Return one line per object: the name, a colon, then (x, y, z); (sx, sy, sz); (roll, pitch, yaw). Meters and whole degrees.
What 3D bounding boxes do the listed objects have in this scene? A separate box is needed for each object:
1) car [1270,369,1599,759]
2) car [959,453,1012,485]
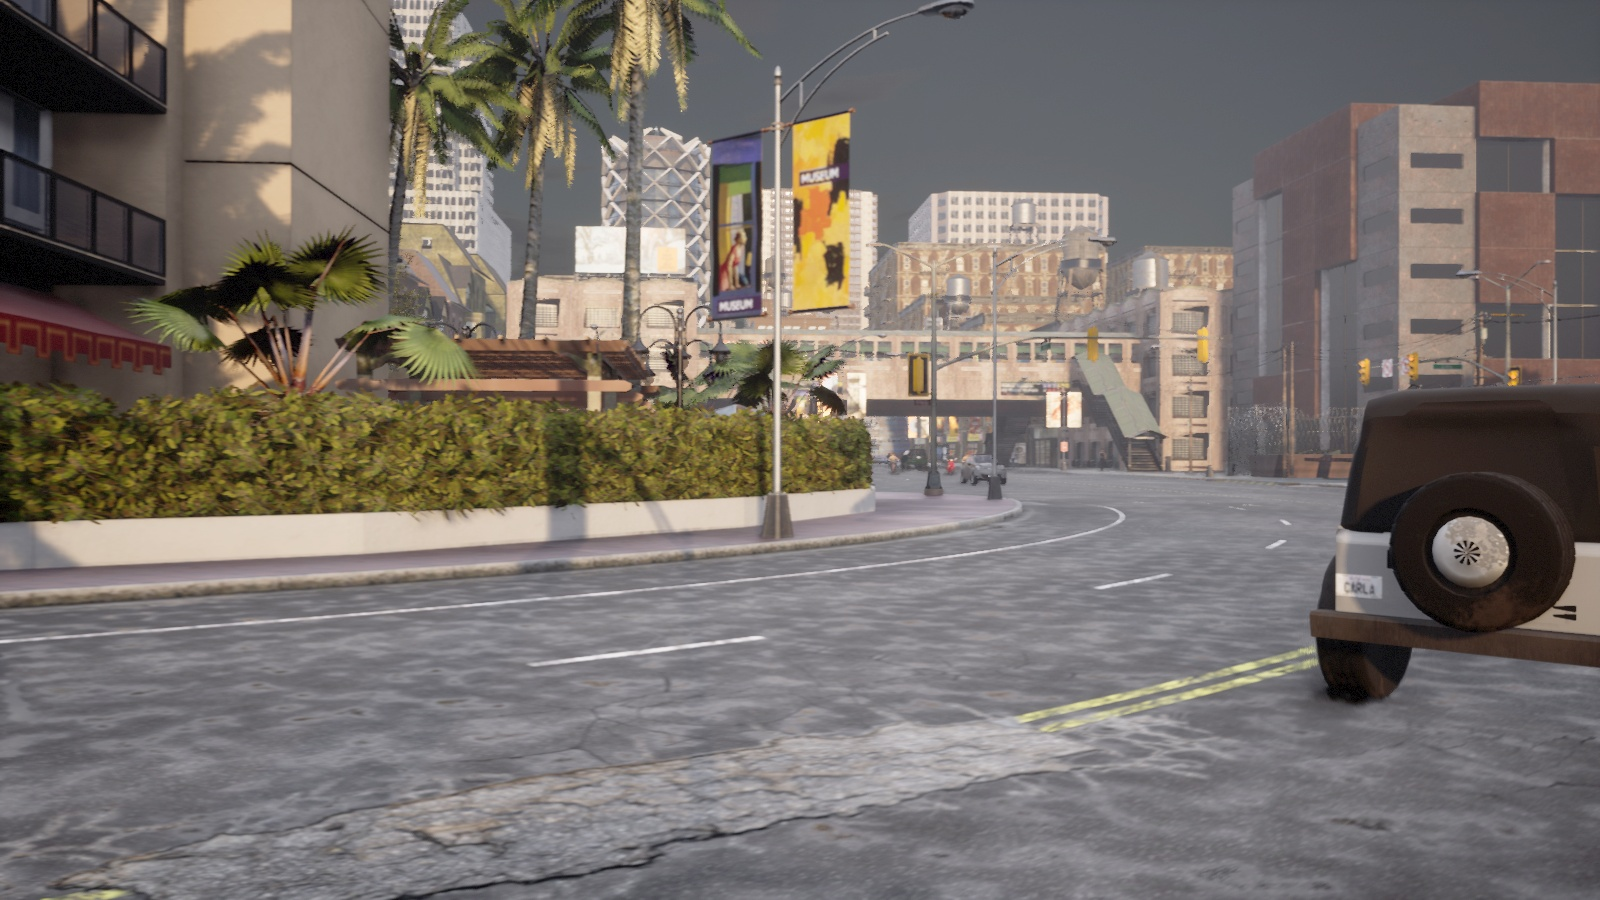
car: (4.767, 0.553, 7.891); (3.866, 1.878, 1.905); (0, 0, -44)
car: (9.053, 0.922, 61.587); (1.845, 1.501, 3.633); (0, 0, -4)
